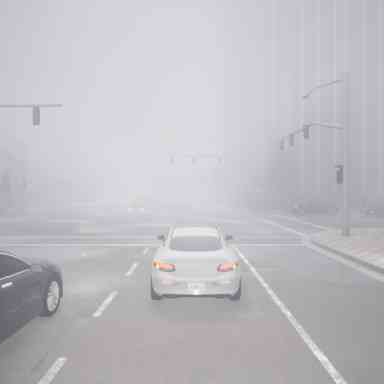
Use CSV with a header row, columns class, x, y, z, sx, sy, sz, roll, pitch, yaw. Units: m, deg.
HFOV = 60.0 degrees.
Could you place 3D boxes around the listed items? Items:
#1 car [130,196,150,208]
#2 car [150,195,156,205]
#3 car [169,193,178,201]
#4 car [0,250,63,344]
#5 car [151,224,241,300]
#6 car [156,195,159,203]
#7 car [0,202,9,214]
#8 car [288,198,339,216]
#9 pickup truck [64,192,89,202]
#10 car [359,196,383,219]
class,x,y,z,sx,sy,sz,roll,pitch,yaw
car,-7.797,1.477,48.697,1.882,1.535,5.008,0,0,-1
car,-7.921,1.504,57.951,1.837,1.490,4.892,0,0,-1
car,-4.723,1.224,85.507,2.150,2.045,5.566,0,0,-1
car,-3.434,1.505,4.582,1.837,1.490,4.892,0,0,1
car,0.080,1.526,8.231,1.812,1.442,4.674,0,0,0
car,-7.995,1.351,68.133,2.097,1.767,4.553,0,0,0
car,-20.449,1.491,32.291,4.902,1.511,2.128,0,0,0
car,11.782,1.351,32.522,4.553,1.767,2.097,0,0,0
pickup truck,-24.638,1.057,70.291,2.390,2.098,6.274,0,0,30
car,17.720,1.221,29.064,5.566,2.045,2.150,0,0,0
